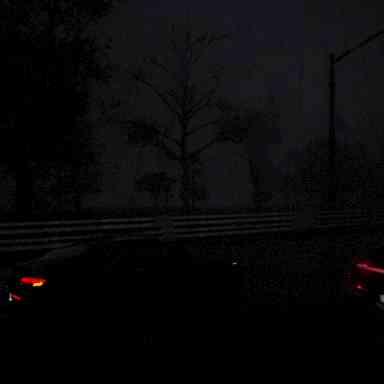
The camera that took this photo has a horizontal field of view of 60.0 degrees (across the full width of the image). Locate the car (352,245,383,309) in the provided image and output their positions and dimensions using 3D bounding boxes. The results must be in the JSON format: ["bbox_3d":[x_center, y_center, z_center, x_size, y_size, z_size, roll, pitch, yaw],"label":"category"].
[{"bbox_3d":[5.270,1.555,6.648,4.902,1.511,2.128,0,-1,-31],"label":"car"}]

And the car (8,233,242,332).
[{"bbox_3d":[-1.117,1.579,6.860,4.674,1.442,1.812,0,-1,-32],"label":"car"}]
